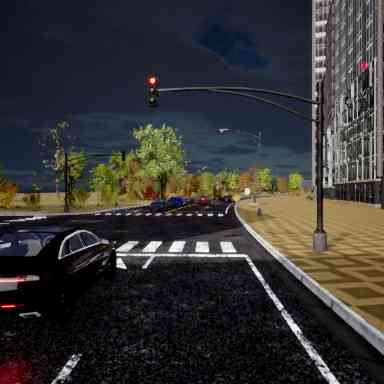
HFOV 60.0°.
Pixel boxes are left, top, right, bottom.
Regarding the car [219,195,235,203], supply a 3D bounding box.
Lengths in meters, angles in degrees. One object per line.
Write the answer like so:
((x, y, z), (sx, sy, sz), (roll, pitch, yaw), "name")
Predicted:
((7.521, 1.494, 70.155), (1.882, 1.535, 5.008), (0, 0, 12), "car")

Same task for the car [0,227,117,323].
((-2.989, 1.491, 7.163), (2.128, 1.511, 4.902), (0, 0, 1), "car")

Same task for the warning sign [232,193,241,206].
((6.482, 1.123, 48.260), (1.300, 1.860, 1.060), (0, 0, 8), "warning sign")

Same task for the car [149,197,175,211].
((-3.909, 1.548, 41.487), (2.033, 1.411, 5.357), (0, 0, 7), "car")

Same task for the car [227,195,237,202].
((9.658, 1.499, 80.412), (1.882, 1.535, 5.008), (0, 0, 14), "car")

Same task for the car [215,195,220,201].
((6.365, 1.497, 80.602), (1.882, 1.535, 5.008), (0, 0, 14), "car")

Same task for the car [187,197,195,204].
((-0.761, 1.555, 62.214), (2.033, 1.411, 5.357), (0, 0, 11), "car")

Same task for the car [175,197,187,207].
((-2.504, 1.481, 51.705), (1.882, 1.535, 5.008), (0, 0, 9), "car")

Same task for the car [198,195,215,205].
((2.320, 1.362, 60.069), (2.097, 1.767, 4.553), (0, 0, 10), "car")
